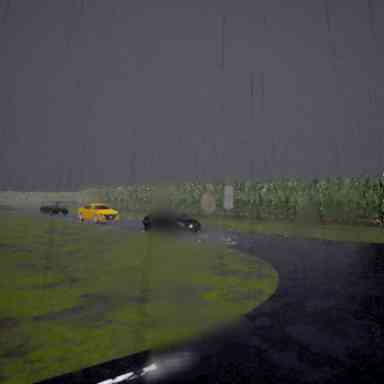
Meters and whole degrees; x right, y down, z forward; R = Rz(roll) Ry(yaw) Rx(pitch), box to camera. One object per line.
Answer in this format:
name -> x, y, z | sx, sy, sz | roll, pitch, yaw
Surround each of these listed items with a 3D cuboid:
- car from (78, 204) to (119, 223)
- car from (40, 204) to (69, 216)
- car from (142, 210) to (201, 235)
car -> -8.101, 1.783, 28.637 | 1.882, 1.535, 5.008 | 1, -1, -40
car -> -15.504, 1.979, 37.394 | 1.895, 1.301, 4.718 | 1, -1, -40
car -> -1.334, 1.806, 20.641 | 1.994, 1.385, 4.181 | 1, -1, -40
